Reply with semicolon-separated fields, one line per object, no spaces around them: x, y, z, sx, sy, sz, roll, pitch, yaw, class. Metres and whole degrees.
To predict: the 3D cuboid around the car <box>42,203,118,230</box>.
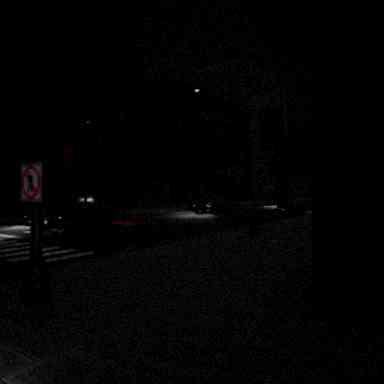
-6.886;1.448;20.879;2.128;1.511;4.902;0;0;35;car

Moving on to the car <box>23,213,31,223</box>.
-8.967;1.508;23.589;2.033;1.411;5.357;0;0;34;car

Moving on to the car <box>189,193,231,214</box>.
2.023;1.243;33.469;2.097;1.767;4.553;0;0;35;car

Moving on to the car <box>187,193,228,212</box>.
1.888;1.103;38.907;2.150;2.045;5.566;0;0;35;car

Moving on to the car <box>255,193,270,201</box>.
11.010;0.930;51.644;1.837;1.490;4.892;0;0;35;car

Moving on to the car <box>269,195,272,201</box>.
13.607;1.379;49.690;1.994;1.385;4.181;0;0;35;car

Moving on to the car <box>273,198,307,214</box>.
10.049;1.360;33.226;1.837;1.490;4.892;0;0;35;car
